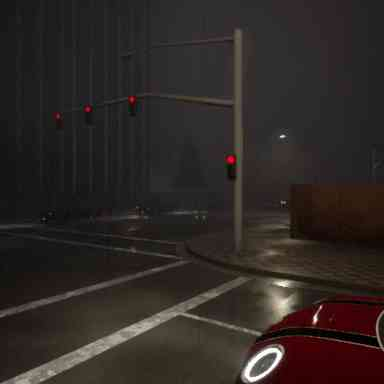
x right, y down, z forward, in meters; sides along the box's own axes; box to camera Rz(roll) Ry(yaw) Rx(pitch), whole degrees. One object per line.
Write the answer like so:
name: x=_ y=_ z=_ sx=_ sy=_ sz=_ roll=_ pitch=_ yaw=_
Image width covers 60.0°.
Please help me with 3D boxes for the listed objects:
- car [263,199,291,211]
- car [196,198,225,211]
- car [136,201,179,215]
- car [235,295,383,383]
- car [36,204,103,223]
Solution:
car: x=10.560 y=1.545 z=40.916 sx=2.033 sy=1.411 sz=5.357 roll=0 pitch=0 yaw=35
car: x=2.372 y=1.488 z=41.763 sx=2.128 sy=1.511 sz=4.902 roll=0 pitch=0 yaw=36
car: x=-3.469 y=1.597 z=33.551 sx=1.895 sy=1.301 sz=4.718 roll=0 pitch=0 yaw=35
car: x=2.530 y=1.352 z=2.154 sx=4.553 sy=1.767 sz=2.097 roll=0 pitch=0 yaw=36
car: x=-9.247 y=1.597 z=25.393 sx=1.895 sy=1.301 sz=4.718 roll=0 pitch=0 yaw=35
